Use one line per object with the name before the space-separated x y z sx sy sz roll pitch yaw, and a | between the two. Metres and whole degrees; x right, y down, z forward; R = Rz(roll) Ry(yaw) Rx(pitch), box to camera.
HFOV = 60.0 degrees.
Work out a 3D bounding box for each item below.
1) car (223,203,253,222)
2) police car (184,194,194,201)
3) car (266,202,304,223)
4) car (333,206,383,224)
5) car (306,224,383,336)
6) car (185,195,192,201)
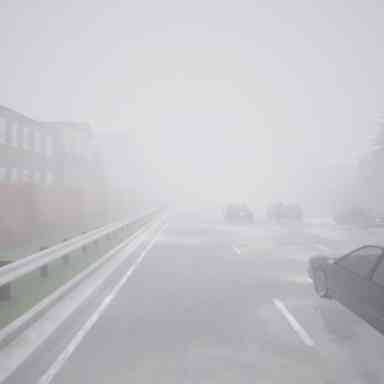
car | 3.603 1.567 26.450 1.994 1.385 4.181 0 0 0
police car | -1.041 1.434 80.476 1.930 1.638 5.238 0 0 0
car | 7.103 1.494 25.783 2.128 1.511 4.902 0 0 0
car | 10.602 1.550 20.366 2.033 1.411 5.357 0 0 0
car | 3.601 1.548 5.368 2.033 1.411 5.357 0 0 0
car | -1.040 1.536 90.366 1.812 1.442 4.674 0 0 0
